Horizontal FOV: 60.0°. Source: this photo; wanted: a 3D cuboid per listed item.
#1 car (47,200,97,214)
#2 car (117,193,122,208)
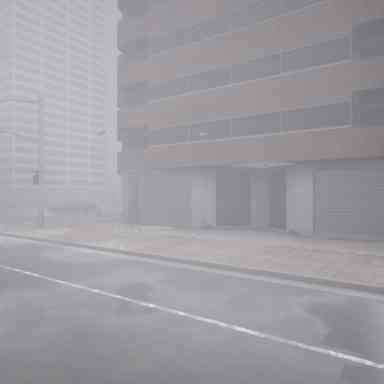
[{"bbox_3d":[-13.034,1.547,36.532,2.033,1.411,5.357,0,0,35],"label":"car"},{"bbox_3d":[-7.338,1.352,44.654,2.097,1.767,4.553,0,0,35],"label":"car"}]
